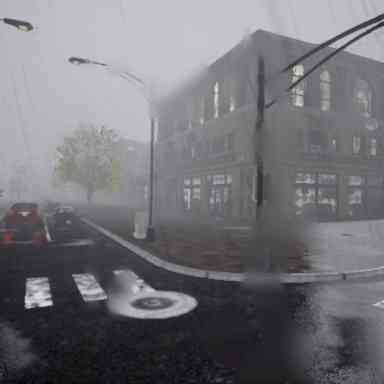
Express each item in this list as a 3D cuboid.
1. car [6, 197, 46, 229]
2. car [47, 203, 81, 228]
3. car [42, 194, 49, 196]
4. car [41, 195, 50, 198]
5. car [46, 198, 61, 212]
[{"bbox_3d":[-11.311,1.418,22.654,2.097,1.767,4.553,1,-1,-25],"label":"car"},{"bbox_3d":[-8.608,1.656,22.745,2.008,1.369,4.403,1,-1,-25],"label":"car"},{"bbox_3d":[-36.832,1.523,83.719,2.192,1.841,5.009,1,-1,-25],"label":"car"},{"bbox_3d":[-25.240,1.749,58.639,1.802,1.307,4.206,1,-1,-25],"label":"car"},{"bbox_3d":[-15.962,1.677,38.578,1.887,1.381,4.507,1,-1,-25],"label":"car"}]
